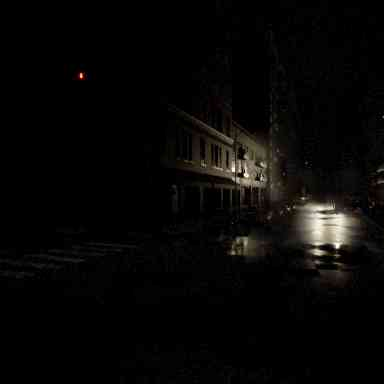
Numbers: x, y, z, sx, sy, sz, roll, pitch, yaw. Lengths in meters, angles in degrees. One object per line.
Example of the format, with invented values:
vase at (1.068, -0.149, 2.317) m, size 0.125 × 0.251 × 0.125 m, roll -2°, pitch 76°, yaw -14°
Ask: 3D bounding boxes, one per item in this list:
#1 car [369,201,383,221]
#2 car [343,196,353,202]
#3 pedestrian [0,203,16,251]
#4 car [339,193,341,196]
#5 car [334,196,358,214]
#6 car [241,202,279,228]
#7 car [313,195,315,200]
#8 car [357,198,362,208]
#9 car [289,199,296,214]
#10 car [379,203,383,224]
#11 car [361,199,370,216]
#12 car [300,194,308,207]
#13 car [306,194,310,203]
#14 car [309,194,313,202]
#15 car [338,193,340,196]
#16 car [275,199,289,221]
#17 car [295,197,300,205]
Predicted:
car at (14.452, 1.547, 24.245) m, size 1.887 × 1.381 × 4.507 m, roll 1°, pitch 0°, yaw 22°
car at (35.340, 1.559, 75.457) m, size 1.947 × 1.339 × 4.313 m, roll 1°, pitch 0°, yaw 22°
pedestrian at (-6.880, 1.243, 12.232) m, size 0.375 × 1.860 × 0.375 m, roll 0°, pitch -1°, yaw 22°
car at (37.430, 1.433, 80.577) m, size 1.967 × 1.590 × 4.097 m, roll 1°, pitch 0°, yaw 22°
car at (16.422, 1.528, 35.861) m, size 1.812 × 1.442 × 4.674 m, roll 0°, pitch 0°, yaw 22°
car at (4.467, 1.584, 22.341) m, size 1.802 × 1.307 × 4.206 m, roll 1°, pitch 0°, yaw 22°
car at (25.353, 1.310, 73.537) m, size 2.192 × 1.841 × 5.009 m, roll 1°, pitch 0°, yaw 22°
car at (18.630, 1.547, 34.488) m, size 1.887 × 1.381 × 4.507 m, roll 1°, pitch 0°, yaw 22°
car at (8.644, 1.553, 32.580) m, size 2.008 × 1.369 × 4.403 m, roll 1°, pitch 0°, yaw 22°
car at (12.363, 1.568, 19.124) m, size 1.947 × 1.339 × 4.313 m, roll 1°, pitch 0°, yaw 22°
car at (16.540, 1.553, 29.367) m, size 2.008 × 1.369 × 4.403 m, roll 1°, pitch 0°, yaw 22°
car at (16.934, 1.525, 52.902) m, size 1.752 × 1.417 × 4.829 m, roll 1°, pitch 0°, yaw 22°
car at (19.085, 1.565, 58.179) m, size 1.947 × 1.339 × 4.313 m, roll 1°, pitch 0°, yaw 22°
car at (23.262, 1.562, 68.419) m, size 1.947 × 1.339 × 4.313 m, roll 1°, pitch 0°, yaw 22°
car at (39.519, 1.432, 85.698) m, size 1.967 × 1.590 × 4.097 m, roll 1°, pitch 0°, yaw 22°
car at (6.555, 1.568, 27.460) m, size 1.947 × 1.339 × 4.313 m, roll 1°, pitch 0°, yaw 22°
car at (10.733, 1.547, 37.700) m, size 1.887 × 1.381 × 4.507 m, roll 1°, pitch 0°, yaw 22°
